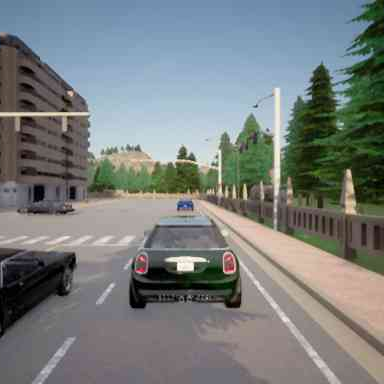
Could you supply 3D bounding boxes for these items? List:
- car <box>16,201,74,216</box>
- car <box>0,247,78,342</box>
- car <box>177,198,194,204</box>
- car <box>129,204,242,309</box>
[{"bbox_3d":[-14.368,1.552,32.582,5.357,1.411,2.033,0,0,11],"label":"car"},{"bbox_3d":[-3.548,1.594,5.659,1.895,1.301,4.718,0,0,-1],"label":"car"},{"bbox_3d":[-0.801,1.430,40.266,1.882,1.535,5.008,0,0,-1],"label":"car"},{"bbox_3d":[-0.133,1.342,8.032,2.097,1.767,4.553,0,0,0],"label":"car"}]
